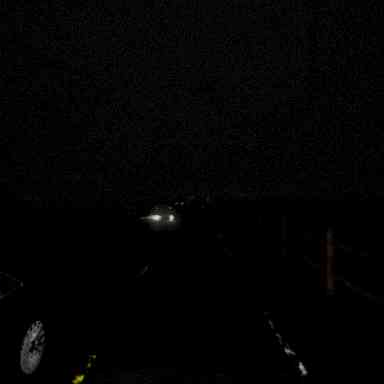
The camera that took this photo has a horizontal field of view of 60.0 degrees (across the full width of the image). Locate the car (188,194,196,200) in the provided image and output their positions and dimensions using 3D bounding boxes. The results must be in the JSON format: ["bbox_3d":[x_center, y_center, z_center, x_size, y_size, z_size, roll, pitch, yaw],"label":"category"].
[{"bbox_3d":[0.020,1.354,95.587,2.097,1.767,4.553,0,0,0],"label":"car"}]

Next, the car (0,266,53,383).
[{"bbox_3d":[-2.842,1.494,2.693,2.128,1.511,4.902,0,0,0],"label":"car"}]

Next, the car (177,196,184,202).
[{"bbox_3d":[-2.734,1.595,75.471,2.033,1.411,5.357,0,0,0],"label":"car"}]

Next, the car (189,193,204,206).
[{"bbox_3d":[0.974,1.437,58.512,2.097,1.767,4.553,0,0,0],"label":"car"}]

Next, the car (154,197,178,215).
[{"bbox_3d":[-2.838,1.517,35.040,1.882,1.535,5.008,0,0,0],"label":"car"}]

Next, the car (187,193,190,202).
[{"bbox_3d":[0.017,1.207,77.249,2.150,2.045,5.566,0,0,0],"label":"car"}]
